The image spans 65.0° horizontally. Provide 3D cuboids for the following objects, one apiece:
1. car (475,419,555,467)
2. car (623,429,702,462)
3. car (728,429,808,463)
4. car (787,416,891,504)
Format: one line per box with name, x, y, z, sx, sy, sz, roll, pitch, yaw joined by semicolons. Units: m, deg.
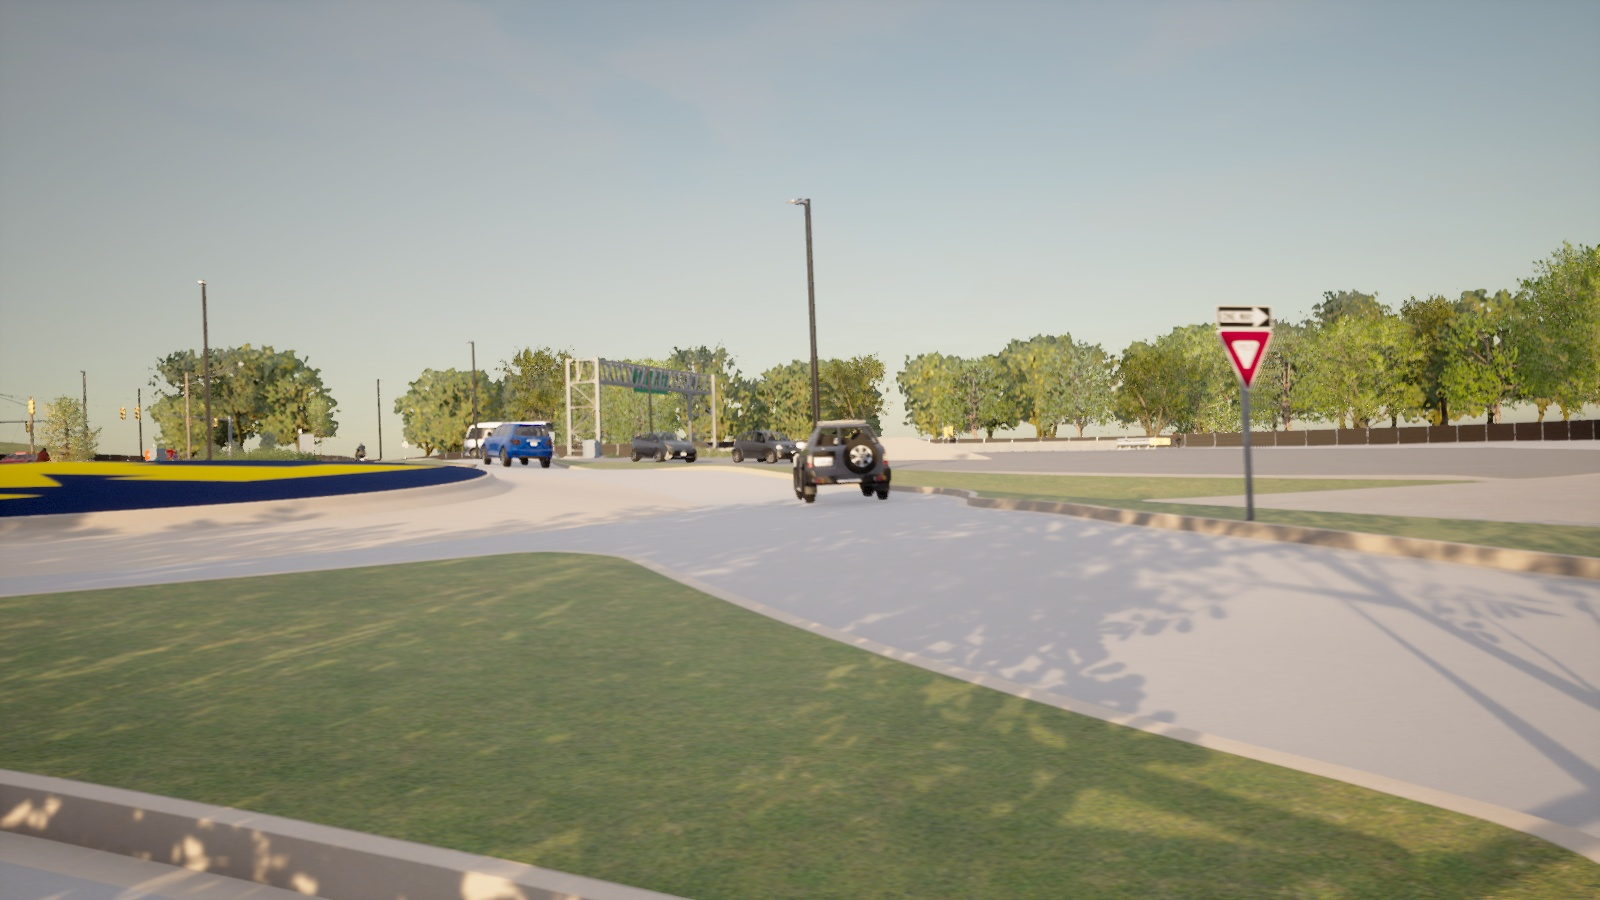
car;-13.568;-0.373;59.572;2.150;2.045;5.566;2;1;-29
car;-6.857;-0.228;62.206;2.007;1.525;4.514;1;0;-33
car;-1.600;-0.223;61.217;1.851;1.617;3.988;0;1;-40
car;0.828;0.241;29.474;1.932;1.855;4.605;-2;-1;-4
